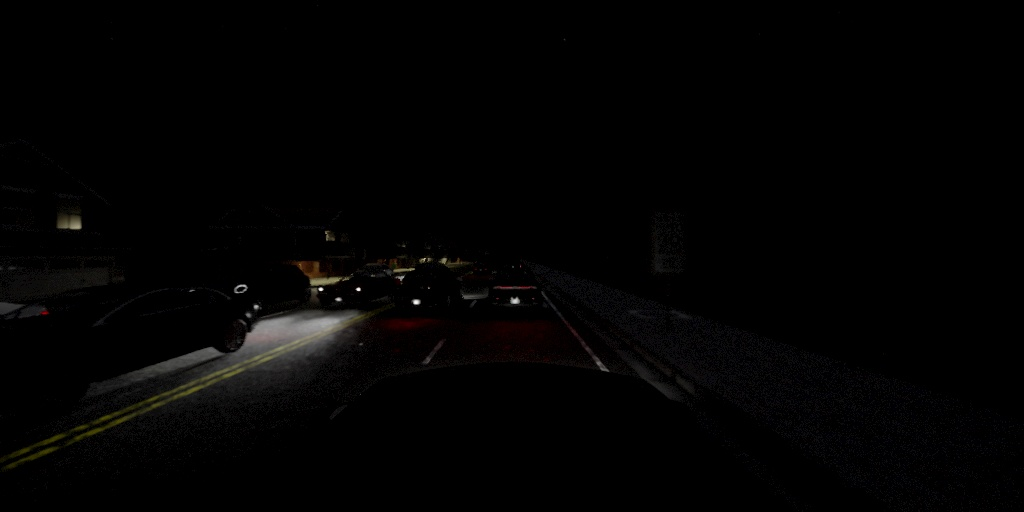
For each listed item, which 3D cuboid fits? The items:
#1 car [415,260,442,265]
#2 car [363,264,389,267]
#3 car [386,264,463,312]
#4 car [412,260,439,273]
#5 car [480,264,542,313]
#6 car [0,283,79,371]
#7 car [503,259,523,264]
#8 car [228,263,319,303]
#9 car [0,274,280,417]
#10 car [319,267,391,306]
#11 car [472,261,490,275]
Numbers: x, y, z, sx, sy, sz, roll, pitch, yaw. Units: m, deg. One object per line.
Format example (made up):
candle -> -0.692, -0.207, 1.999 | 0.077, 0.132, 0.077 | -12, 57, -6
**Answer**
car -> -6.559, 1.298, 30.377 | 2.033, 1.411, 5.357 | 0, 0, 1
car -> -9.831, 1.276, 25.614 | 1.812, 1.442, 4.674 | 0, 0, 0
car -> -3.145, 1.255, 14.197 | 1.837, 1.490, 4.892 | 0, 0, 0
car -> -9.743, 1.151, 40.764 | 1.895, 1.301, 4.718 | 0, 0, 0
car -> 0.102, 1.242, 13.976 | 2.128, 1.511, 4.902 | 0, 0, 0
car -> -9.834, 1.276, 5.056 | 1.812, 1.442, 4.674 | 0, 0, 0
car -> 0.107, 1.103, 37.756 | 2.097, 1.767, 4.553 | 0, 0, 0
car -> -9.842, 1.102, 13.849 | 2.097, 1.767, 4.553 | 0, 0, 0
car -> -6.595, 1.242, 6.007 | 2.128, 1.511, 4.902 | 0, 0, 0
car -> -6.592, 1.351, 15.860 | 1.895, 1.301, 4.718 | 0, 0, 0
car -> -3.214, 1.276, 39.366 | 1.812, 1.442, 4.674 | 0, 0, 1
